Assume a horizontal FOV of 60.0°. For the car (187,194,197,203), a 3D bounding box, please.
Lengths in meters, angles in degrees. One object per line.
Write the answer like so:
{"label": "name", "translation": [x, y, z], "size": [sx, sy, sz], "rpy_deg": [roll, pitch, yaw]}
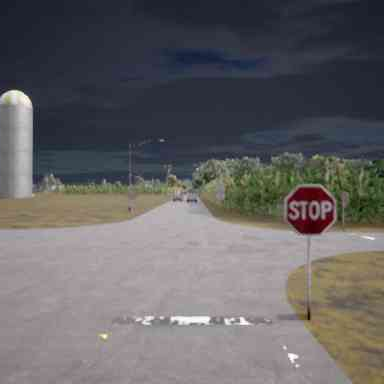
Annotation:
{"label": "car", "translation": [-0.013, 1.255, 62.304], "size": [1.994, 1.385, 4.181], "rpy_deg": [0, 0, 0]}

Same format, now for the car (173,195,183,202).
{"label": "car", "translation": [-2.764, 1.233, 66.475], "size": [1.994, 1.385, 4.181], "rpy_deg": [0, 0, 0]}

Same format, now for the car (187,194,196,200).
{"label": "car", "translation": [-0.015, 1.063, 72.341], "size": [1.895, 1.301, 4.718], "rpy_deg": [0, 0, 0]}
